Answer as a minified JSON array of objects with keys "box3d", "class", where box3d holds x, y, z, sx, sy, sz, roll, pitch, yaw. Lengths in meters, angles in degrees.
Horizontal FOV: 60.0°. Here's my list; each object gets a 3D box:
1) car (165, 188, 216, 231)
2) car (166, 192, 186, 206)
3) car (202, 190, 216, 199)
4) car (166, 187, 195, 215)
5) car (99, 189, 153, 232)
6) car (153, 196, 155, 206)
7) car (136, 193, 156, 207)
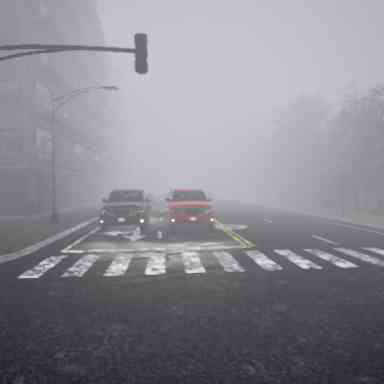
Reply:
[{"box3d":[-0.215,0.833,18.048,2.150,2.045,5.566,-1,1,-5],"class":"car"},{"box3d":[-1.952,0.753,38.600,2.128,1.511,4.902,-1,1,-5],"class":"car"},{"box3d":[2.976,0.395,58.033,1.812,1.442,4.674,-1,1,-5],"class":"car"},{"box3d":[-1.098,0.657,28.364,2.150,2.045,5.566,-1,1,-5],"class":"car"},{"box3d":[-3.462,0.869,17.901,2.150,2.045,5.566,-1,1,-5],"class":"car"},{"box3d":[-4.290,1.083,27.595,1.895,1.301,4.718,-1,1,-5],"class":"car"},{"box3d":[-5.164,0.855,37.934,2.033,1.411,5.357,-1,1,-5],"class":"car"}]
